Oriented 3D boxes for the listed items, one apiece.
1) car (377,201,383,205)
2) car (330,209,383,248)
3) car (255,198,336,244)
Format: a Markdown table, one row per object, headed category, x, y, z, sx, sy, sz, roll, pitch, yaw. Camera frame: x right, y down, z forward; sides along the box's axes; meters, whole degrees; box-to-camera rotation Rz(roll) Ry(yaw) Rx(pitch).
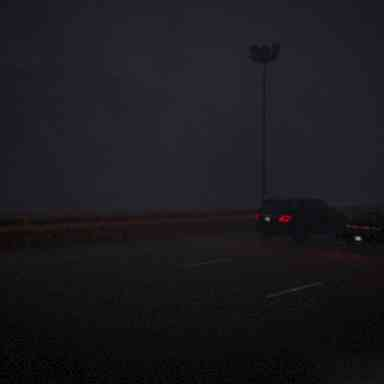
| category | x | y | z | sx | sy | sz | roll | pitch | yaw |
| --- | --- | --- | --- | --- | --- | --- | --- | --- | --- |
| car | 35.405 | 1.951 | 58.948 | 5.357 | 1.411 | 2.033 | 0 | 0 | -23 |
| car | 8.372 | 1.589 | 14.233 | 4.902 | 1.511 | 2.128 | 0 | 0 | -36 |
| car | 5.569 | 1.315 | 16.526 | 5.566 | 2.045 | 2.150 | 0 | 0 | -36 |
